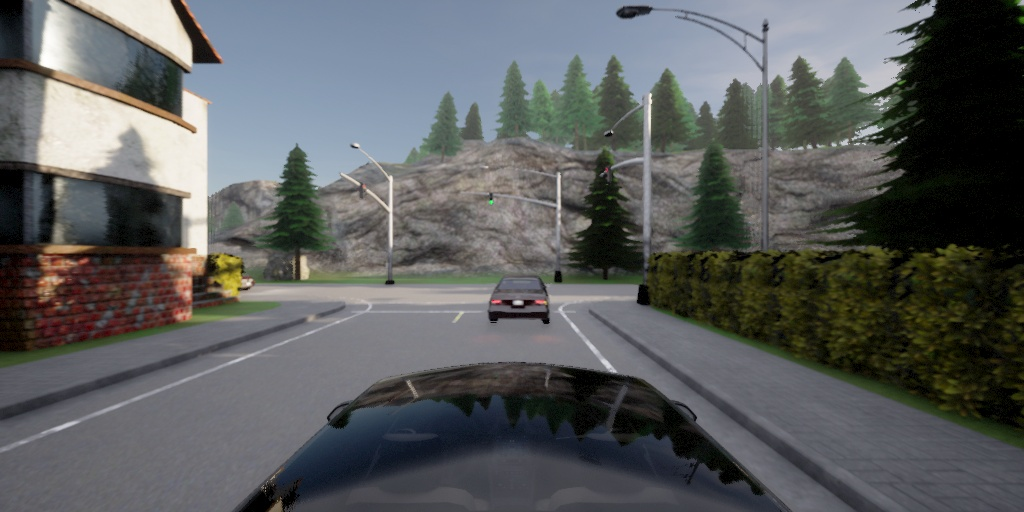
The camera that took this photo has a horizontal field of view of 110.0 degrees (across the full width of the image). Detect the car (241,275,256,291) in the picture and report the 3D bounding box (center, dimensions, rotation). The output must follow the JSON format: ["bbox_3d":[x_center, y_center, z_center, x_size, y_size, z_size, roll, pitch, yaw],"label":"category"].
[{"bbox_3d":[-16.792,1.275,19.736,4.674,1.442,1.812,0,0,1],"label":"car"}]

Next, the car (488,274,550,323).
[{"bbox_3d":[0.321,1.297,12.096,2.033,1.411,5.357,0,0,4],"label":"car"}]
